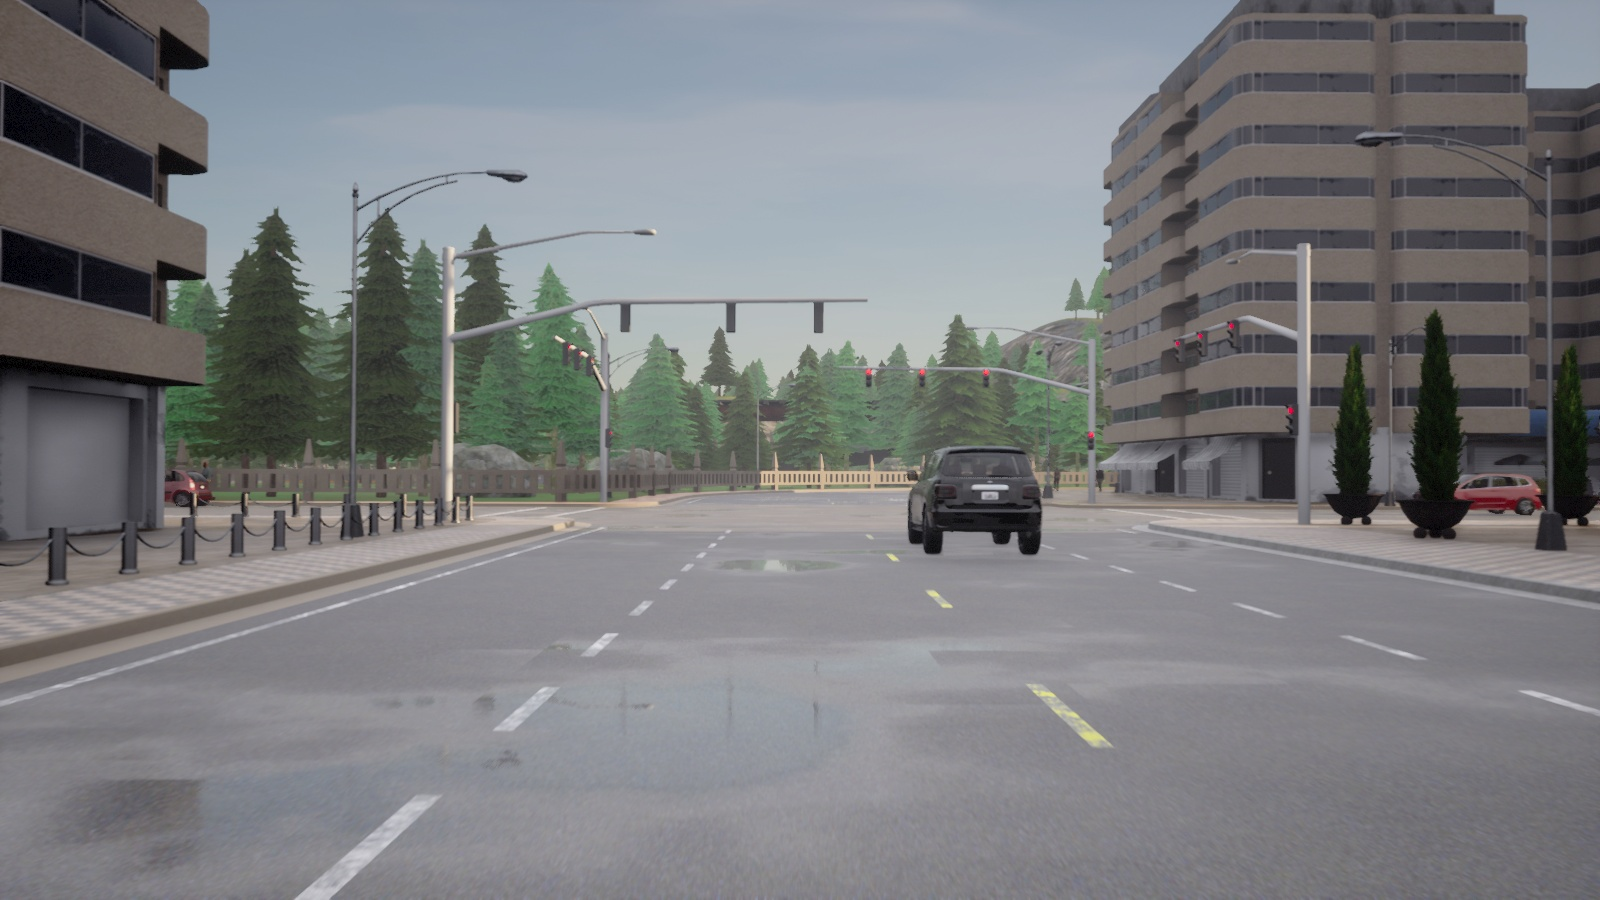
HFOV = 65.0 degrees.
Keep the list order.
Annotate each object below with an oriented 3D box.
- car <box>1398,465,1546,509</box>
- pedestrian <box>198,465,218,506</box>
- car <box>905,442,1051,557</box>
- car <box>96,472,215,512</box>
[{"bbox_3d":[26.377,1.435,49.389,4.611,1.667,2.242,0,-1,0],"label":"car"},{"bbox_3d":[-26.612,1.580,56.491,0.726,1.835,0.370,0,-1,1],"label":"pedestrian"},{"bbox_3d":[3.436,0.944,25.389,2.150,2.045,5.566,0,-1,0],"label":"car"},{"bbox_3d":[-26.880,1.754,52.464,3.988,1.617,1.851,0,-1,0],"label":"car"}]
